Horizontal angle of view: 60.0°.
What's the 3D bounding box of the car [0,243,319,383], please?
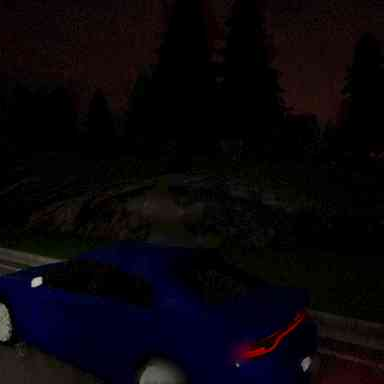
[{"bbox_3d":[-0.913,1.477,4.644,5.008,1.535,1.882,0,0,36],"label":"car"}]
